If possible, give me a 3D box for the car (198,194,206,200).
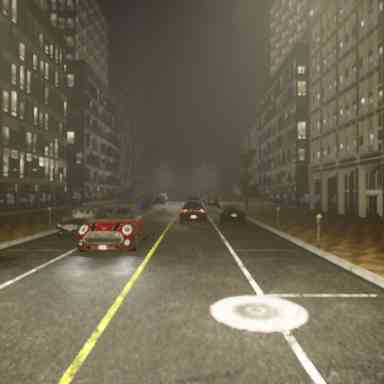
[{"bbox_3d":[2.698,1.249,91.651,1.967,1.590,4.097,0,0,0],"label":"car"}]

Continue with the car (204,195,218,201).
[{"bbox_3d":[2.696,1.355,46.115,1.967,1.590,4.097,0,0,0],"label":"car"}]

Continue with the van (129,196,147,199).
[{"bbox_3d":[-5.686,1.280,34.746,1.690,1.788,3.998,0,0,0],"label":"van"}]

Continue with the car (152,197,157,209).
[{"bbox_3d":[-5.686,1.509,40.439,1.802,1.307,4.206,0,0,0],"label":"car"}]

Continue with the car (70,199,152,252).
[{"bbox_3d":[-3.091,1.329,13.761,2.097,1.767,4.553,0,0,0],"label":"car"}]

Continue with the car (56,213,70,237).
[{"bbox_3d":[-5.688,1.521,17.669,2.008,1.369,4.403,0,0,0],"label":"car"}]

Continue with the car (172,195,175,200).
[{"bbox_3d":[-5.683,1.335,91.497,1.752,1.417,4.829,0,0,0],"label":"car"}]

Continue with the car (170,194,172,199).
[{"bbox_3d":[-5.684,1.430,68.900,1.947,1.339,4.313,0,0,0],"label":"car"}]

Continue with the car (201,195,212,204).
[{"bbox_3d":[2.696,1.401,63.362,1.752,1.417,4.829,0,0,0],"label":"car"}]

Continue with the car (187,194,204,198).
[{"bbox_3d":[0.101,1.278,40.996,2.097,1.767,4.553,0,0,0],"label":"car"}]

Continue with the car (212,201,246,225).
[{"bbox_3d":[2.693,1.525,23.349,1.947,1.339,4.313,0,0,0],"label":"car"}]

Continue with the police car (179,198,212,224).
[{"bbox_3d":[0.100,1.463,24.371,2.038,1.542,4.974,0,0,0],"label":"police car"}]

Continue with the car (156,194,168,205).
[{"bbox_3d":[-5.685,1.330,57.514,1.967,1.590,4.097,0,0,0],"label":"car"}]

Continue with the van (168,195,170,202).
[{"bbox_3d":[-5.684,1.218,63.207,1.690,1.788,3.998,0,0,0],"label":"van"}]

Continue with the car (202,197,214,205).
[{"bbox_3d":[2.695,1.471,57.500,1.802,1.307,4.206,0,0,0],"label":"car"}]
